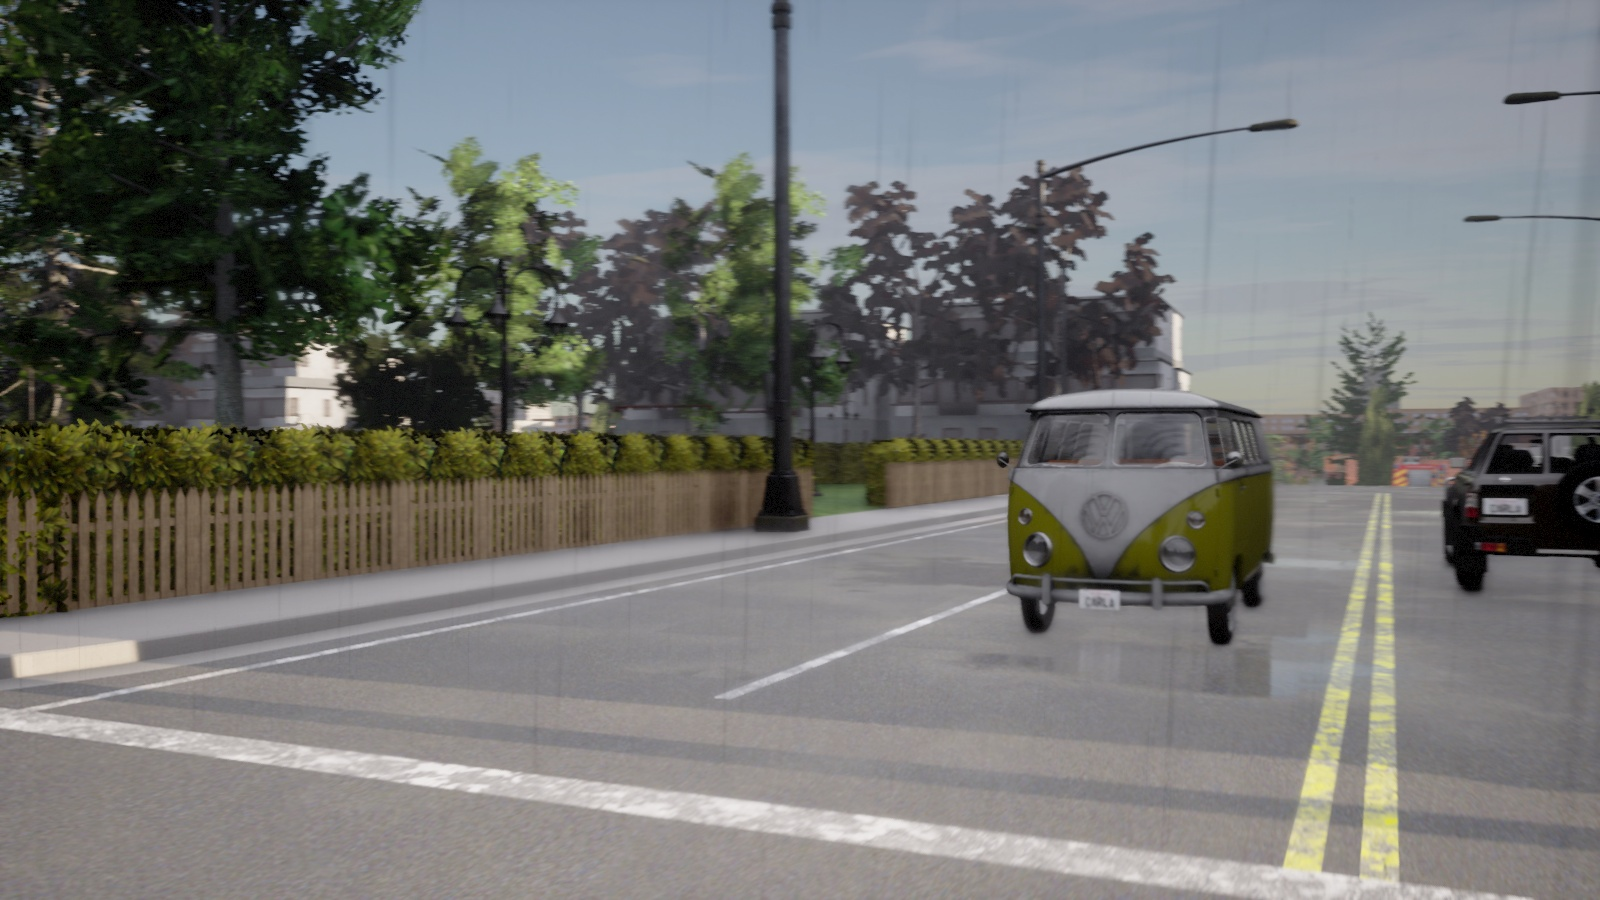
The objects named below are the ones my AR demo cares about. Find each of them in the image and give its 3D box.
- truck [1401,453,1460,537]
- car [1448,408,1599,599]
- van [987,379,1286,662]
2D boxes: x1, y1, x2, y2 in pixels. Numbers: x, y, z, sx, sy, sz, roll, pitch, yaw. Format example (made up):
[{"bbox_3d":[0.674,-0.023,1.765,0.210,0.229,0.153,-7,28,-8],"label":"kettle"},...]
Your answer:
[{"bbox_3d":[37.069,2.756,74.047,2.891,3.827,8.468,0,-9,25],"label":"truck"},{"bbox_3d":[8.574,0.513,14.332,1.932,1.855,4.605,0,0,25],"label":"car"},{"bbox_3d":[3.189,0.490,11.177,1.775,1.987,4.442,0,0,25],"label":"van"}]
